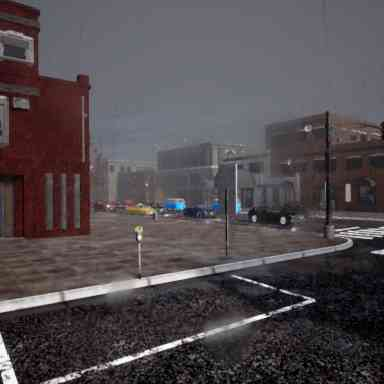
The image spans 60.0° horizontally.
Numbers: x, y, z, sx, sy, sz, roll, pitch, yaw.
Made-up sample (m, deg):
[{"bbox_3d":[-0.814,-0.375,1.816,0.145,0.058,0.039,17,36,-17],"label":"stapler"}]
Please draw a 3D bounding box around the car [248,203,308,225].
[{"bbox_3d":[6.594,1.750,26.338,1.837,1.490,4.892,-1,0,-36],"label":"car"}]

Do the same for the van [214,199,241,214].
[{"bbox_3d":[4.029,1.707,39.657,1.690,1.788,3.998,-2,0,-36],"label":"van"}]

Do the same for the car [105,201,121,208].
[{"bbox_3d":[-15.973,2.433,67.092,1.802,1.307,4.206,-2,0,-36],"label":"car"}]

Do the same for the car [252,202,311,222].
[{"bbox_3d":[7.934,1.723,29.860,1.882,1.535,5.008,-1,0,-36],"label":"car"}]

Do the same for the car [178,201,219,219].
[{"bbox_3d":[0.773,1.950,34.340,1.994,1.385,4.181,-1,0,-35],"label":"car"}]

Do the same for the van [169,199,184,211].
[{"bbox_3d":[-2.640,1.868,48.801,1.690,1.788,3.998,-2,0,-36],"label":"van"}]

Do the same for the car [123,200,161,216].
[{"bbox_3d":[-5.968,2.048,39.208,1.752,1.417,4.829,-2,0,-36],"label":"car"}]

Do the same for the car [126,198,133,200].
[{"bbox_3d":[-12.646,2.085,62.519,2.192,1.841,5.009,-2,0,-36],"label":"car"}]

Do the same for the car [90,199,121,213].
[{"bbox_3d":[-12.744,2.001,48.490,2.192,1.841,5.009,-2,0,-36],"label":"car"}]

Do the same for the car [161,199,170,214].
[{"bbox_3d":[-5.156,2.034,42.468,1.837,1.490,4.892,-1,0,-36],"label":"car"}]

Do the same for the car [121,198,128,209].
[{"bbox_3d":[-13.737,2.334,59.649,1.994,1.385,4.181,-1,0,-36],"label":"car"}]

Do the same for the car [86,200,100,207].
[{"bbox_3d":[-22.643,2.595,76.237,1.802,1.307,4.206,-2,0,-36],"label":"car"}]
